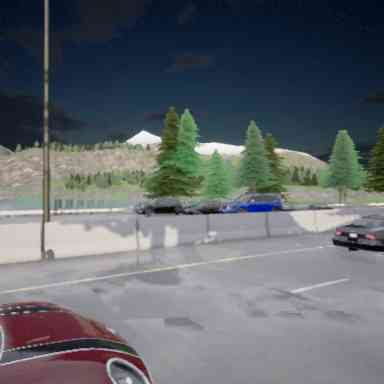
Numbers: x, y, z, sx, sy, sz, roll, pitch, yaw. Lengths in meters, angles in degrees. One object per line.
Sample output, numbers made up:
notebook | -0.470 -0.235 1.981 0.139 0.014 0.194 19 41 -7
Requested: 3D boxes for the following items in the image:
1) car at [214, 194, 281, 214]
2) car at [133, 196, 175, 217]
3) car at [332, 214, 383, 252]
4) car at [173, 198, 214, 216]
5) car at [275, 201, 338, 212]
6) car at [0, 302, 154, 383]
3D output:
car | 4.918 1.166 27.206 5.566 2.045 2.150 0 0 -28
car | -3.084 1.274 30.740 4.553 1.767 2.097 0 0 -29
car | 7.671 1.531 12.576 5.357 1.411 2.033 0 0 -30
car | 1.386 1.480 29.306 5.357 1.411 2.033 0 0 -29
car | 9.005 1.557 25.392 4.718 1.301 1.895 0 0 -27
car | -2.419 1.341 1.914 4.553 1.767 2.097 0 0 -36
